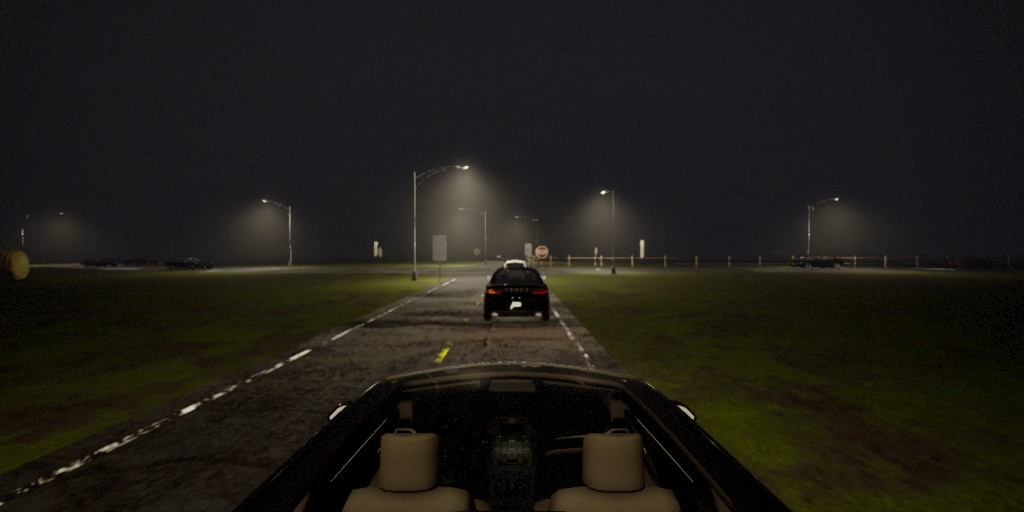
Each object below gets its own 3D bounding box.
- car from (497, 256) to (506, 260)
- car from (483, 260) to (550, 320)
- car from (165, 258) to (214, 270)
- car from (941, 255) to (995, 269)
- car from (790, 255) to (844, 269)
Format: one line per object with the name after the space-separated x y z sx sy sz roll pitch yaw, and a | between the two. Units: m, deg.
0.245 0.958 22.334 1.812 1.442 4.674 0 1 3 | car
0.143 1.071 11.833 1.882 1.535 5.008 0 1 0 | car
-34.584 0.852 38.519 4.718 1.301 1.895 0 1 16 | car
49.478 0.618 38.964 4.181 1.385 1.994 0 1 -1 | car
32.751 0.628 38.639 5.008 1.535 1.882 0 1 -1 | car
